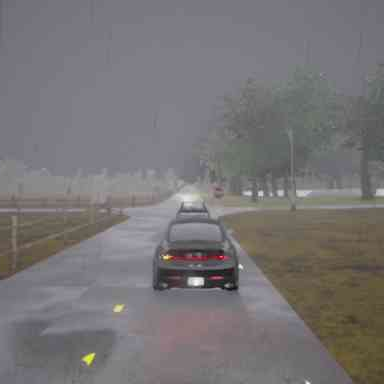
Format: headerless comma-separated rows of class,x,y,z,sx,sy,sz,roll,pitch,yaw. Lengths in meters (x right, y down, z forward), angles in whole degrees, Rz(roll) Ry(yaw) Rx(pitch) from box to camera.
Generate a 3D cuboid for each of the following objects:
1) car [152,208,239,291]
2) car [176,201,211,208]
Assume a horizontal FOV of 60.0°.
car,0.086,1.407,8.686,1.837,1.490,4.892,0,1,0
car,0.068,1.273,19.030,2.128,1.511,4.902,0,1,0
